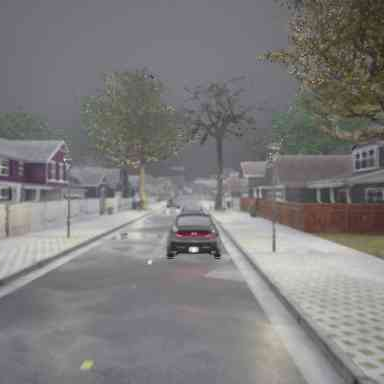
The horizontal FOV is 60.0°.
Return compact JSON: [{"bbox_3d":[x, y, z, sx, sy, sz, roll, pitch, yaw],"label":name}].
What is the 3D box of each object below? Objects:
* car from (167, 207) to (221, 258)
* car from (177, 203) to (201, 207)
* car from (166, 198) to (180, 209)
[{"bbox_3d":[0.074,1.558,12.883,1.837,1.490,4.892,0,0,0],"label":"car"},{"bbox_3d":[0.054,1.717,26.496,1.895,1.301,4.718,0,0,1],"label":"car"},{"bbox_3d":[-2.813,1.763,50.343,1.837,1.490,4.892,0,0,0],"label":"car"}]
